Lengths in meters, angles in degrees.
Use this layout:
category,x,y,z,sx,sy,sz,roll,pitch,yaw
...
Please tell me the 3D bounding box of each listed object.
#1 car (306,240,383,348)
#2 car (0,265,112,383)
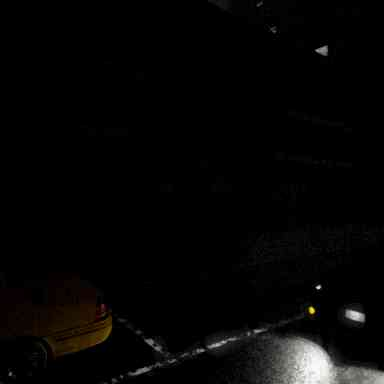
category,x,y,z,sx,sy,sz,roll,pitch,yaw
car,3.929,1.570,5.859,4.181,1.385,1.994,0,0,-35
car,-3.368,1.525,3.673,4.829,1.417,1.752,0,2,-35
